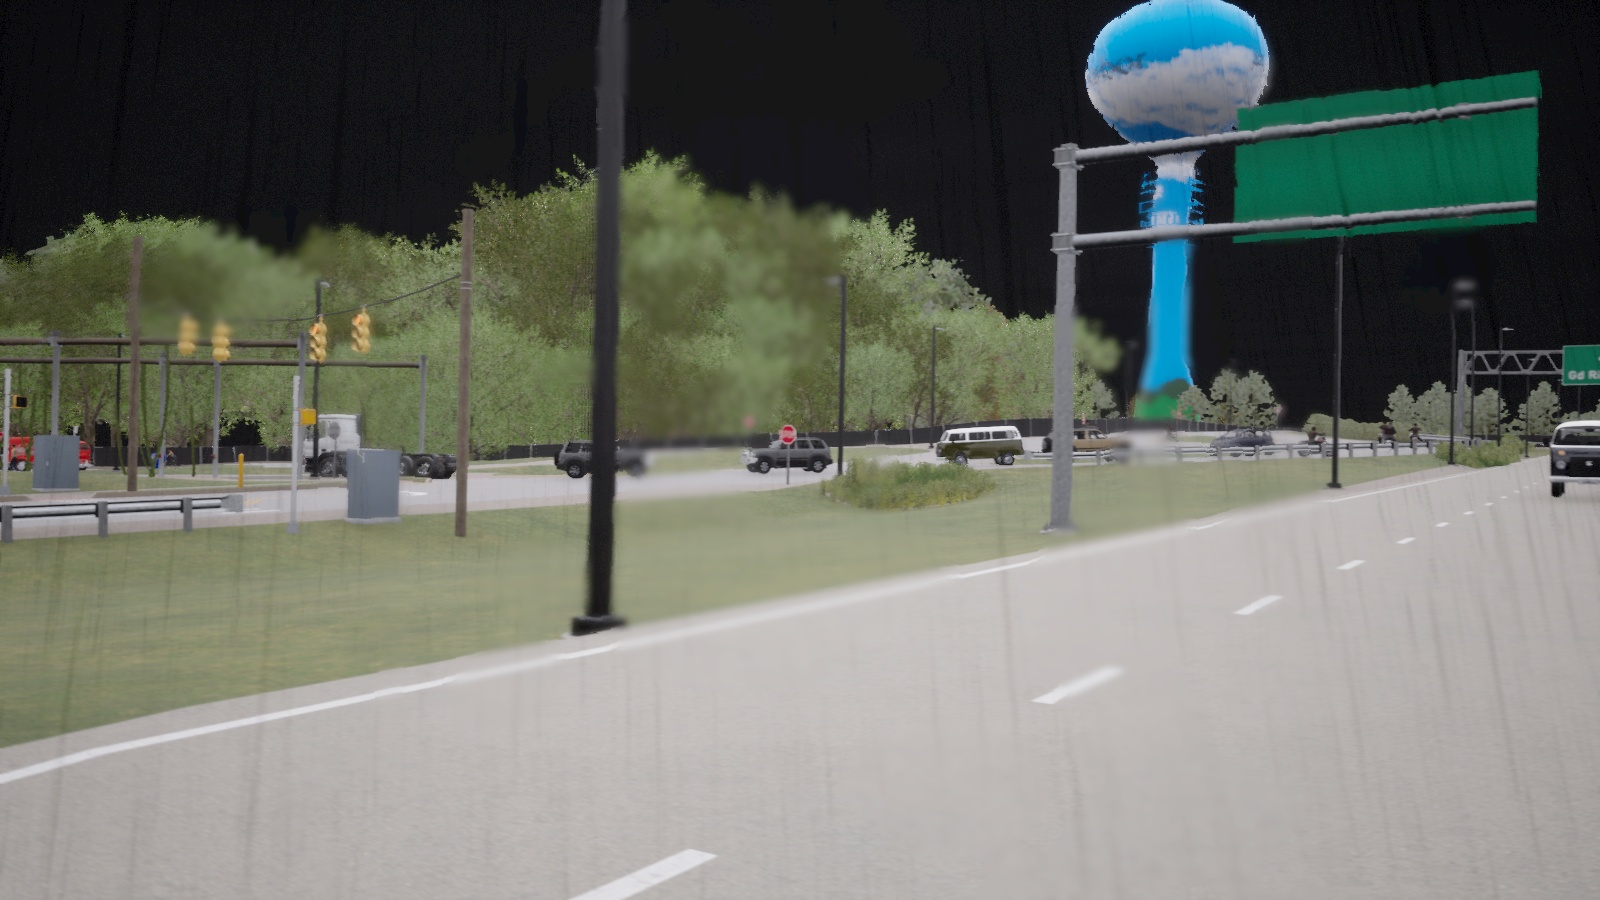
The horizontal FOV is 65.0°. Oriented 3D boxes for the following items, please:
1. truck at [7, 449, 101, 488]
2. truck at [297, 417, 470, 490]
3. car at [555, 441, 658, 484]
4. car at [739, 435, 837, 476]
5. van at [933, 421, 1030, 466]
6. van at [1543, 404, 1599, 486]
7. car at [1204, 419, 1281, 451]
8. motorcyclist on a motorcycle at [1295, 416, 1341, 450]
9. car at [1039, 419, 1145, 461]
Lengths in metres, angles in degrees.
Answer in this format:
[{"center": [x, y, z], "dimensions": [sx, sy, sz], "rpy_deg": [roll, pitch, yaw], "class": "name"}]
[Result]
[{"center": [-50.397, 1.227, 84.855], "dimensions": [5.204, 2.467, 2.627], "rpy_deg": [-1, 0, 18], "class": "truck"}, {"center": [-21.499, 0.219, 65.018], "dimensions": [7.936, 3.462, 2.891], "rpy_deg": [-2, -1, 5], "class": "truck"}, {"center": [-8.963, 0.557, 58.482], "dimensions": [4.605, 1.855, 1.932], "rpy_deg": [-2, 0, -5], "class": "car"}, {"center": [-0.612, 0.256, 63.745], "dimensions": [4.605, 1.855, 1.932], "rpy_deg": [-2, 2, -18], "class": "car"}, {"center": [9.372, -0.334, 65.094], "dimensions": [4.480, 2.038, 2.069], "rpy_deg": [-4, 0, -4], "class": "van"}, {"center": [20.905, -0.153, 33.100], "dimensions": [2.069, 2.038, 4.480], "rpy_deg": [0, 1, 33], "class": "van"}, {"center": [23.823, -0.787, 67.552], "dimensions": [3.705, 1.549, 1.789], "rpy_deg": [-3, 1, -27], "class": "car"}, {"center": [26.620, -0.885, 64.534], "dimensions": [2.350, 1.649, 0.766], "rpy_deg": [-3, 1, -26], "class": "motorcyclist on a motorcycle"}, {"center": [14.275, -0.480, 61.533], "dimensions": [4.605, 1.855, 1.932], "rpy_deg": [-3, 0, -5], "class": "car"}]
